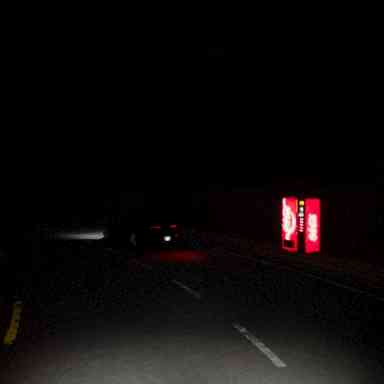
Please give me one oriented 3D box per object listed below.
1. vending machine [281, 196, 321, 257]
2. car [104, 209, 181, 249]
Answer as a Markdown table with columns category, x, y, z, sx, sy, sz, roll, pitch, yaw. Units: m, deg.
| category | x | y | z | sx | sy | sz | roll | pitch | yaw |
| --- | --- | --- | --- | --- | --- | --- | --- | --- | --- |
| vending machine | 3.954 | 1.195 | 12.097 | 1.100 | 2.100 | 0.880 | 0 | 0 | -29 |
| car | -2.318 | 1.505 | 14.634 | 1.837 | 1.490 | 4.892 | 1 | 0 | -35 |
